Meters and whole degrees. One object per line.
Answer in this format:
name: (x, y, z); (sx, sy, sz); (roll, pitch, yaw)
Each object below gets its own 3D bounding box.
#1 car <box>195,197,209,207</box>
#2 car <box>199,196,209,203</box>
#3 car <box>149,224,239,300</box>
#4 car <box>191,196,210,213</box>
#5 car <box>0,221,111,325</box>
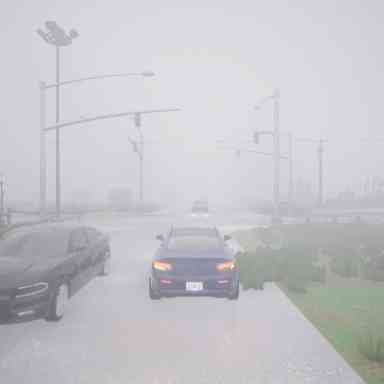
car: (1.639, 1.512, 51.394); (2.033, 1.411, 5.357); (0, 0, 3)
car: (2.482, 1.512, 67.644); (2.033, 1.411, 5.357); (0, 0, 3)
car: (0.044, 1.526, 8.271); (1.812, 1.442, 4.674); (0, 0, 0)
car: (0.926, 1.512, 36.226); (2.033, 1.411, 5.357); (0, 0, 3)
car: (-3.203, 1.477, 7.452); (1.882, 1.535, 5.008); (0, 0, 0)
